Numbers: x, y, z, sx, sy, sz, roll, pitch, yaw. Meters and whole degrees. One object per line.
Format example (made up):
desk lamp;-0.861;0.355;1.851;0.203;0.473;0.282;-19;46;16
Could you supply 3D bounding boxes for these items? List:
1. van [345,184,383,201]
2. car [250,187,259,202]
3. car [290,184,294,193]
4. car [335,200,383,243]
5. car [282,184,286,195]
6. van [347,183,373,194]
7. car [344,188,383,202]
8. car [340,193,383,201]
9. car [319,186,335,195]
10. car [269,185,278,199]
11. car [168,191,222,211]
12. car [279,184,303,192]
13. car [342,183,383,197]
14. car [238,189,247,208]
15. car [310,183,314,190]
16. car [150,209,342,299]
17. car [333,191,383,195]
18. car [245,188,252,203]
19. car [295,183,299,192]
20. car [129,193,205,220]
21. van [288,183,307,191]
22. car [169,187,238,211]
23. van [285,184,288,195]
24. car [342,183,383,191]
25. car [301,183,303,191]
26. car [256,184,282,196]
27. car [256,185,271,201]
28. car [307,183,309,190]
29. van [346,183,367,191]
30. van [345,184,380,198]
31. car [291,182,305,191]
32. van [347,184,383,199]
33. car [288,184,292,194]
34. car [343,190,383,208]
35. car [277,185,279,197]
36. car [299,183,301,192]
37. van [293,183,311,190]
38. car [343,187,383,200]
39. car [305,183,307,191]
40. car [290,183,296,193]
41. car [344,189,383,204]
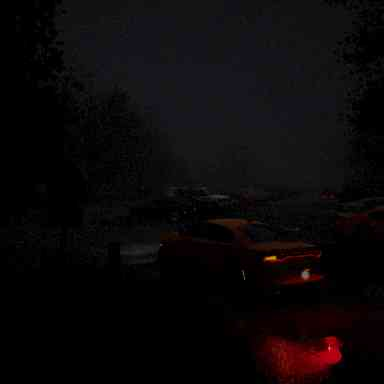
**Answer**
van;21.560;0.024;41.605;4.442;1.987;1.878;1;2;25
car;3.807;0.538;34.676;5.366;1.575;1.946;1;3;25
car;14.502;-0.245;57.232;4.792;1.488;2.163;1;2;25
car;8.841;1.367;14.109;5.008;1.535;2.097;1;3;25
car;11.035;0.000;49.662;4.792;1.488;2.163;1;2;25
van;32.359;-0.711;64.223;4.442;1.987;1.878;1;2;25
car;20.522;0.368;39.063;4.792;1.488;2.163;1;2;25
car;10.045;1.137;16.599;4.553;1.767;2.185;1;3;25
car;23.715;-0.267;57.658;2.128;1.511;4.902;1;2;25
car;7.661;0.235;42.059;5.366;1.575;1.946;1;2;25
car;-0.713;0.966;24.540;5.008;1.535;2.097;1;3;25
car;21.538;-0.889;72.317;4.553;1.767;2.185;1;2;25
car;26.322;-0.329;51.622;5.566;2.045;2.435;1;2;25
car;1.797;0.754;29.492;5.366;1.575;1.946;1;3;25
car;27.458;-1.421;84.862;5.566;2.045;2.435;1;2;25
car;0.885;1.407;8.415;1.882;1.535;5.008;2;-1;-31
car;13.307;0.944;24.108;5.366;1.575;1.946;1;3;25
car;2.808;0.650;32.082;4.892;1.521;2.231;1;3;25
car;16.706;-0.443;62.327;5.366;1.575;1.946;1;2;25
car;-1.917;1.101;22.042;4.792;1.488;2.163;1;3;25
van;26.153;-1.316;82.409;4.442;1.987;1.878;1;2;25
car;0.481;0.610;27.034;5.566;2.045;2.435;1;3;25
van;12.288;-0.335;52.133;4.442;1.987;1.878;1;2;25
car;15.842;0.489;29.024;5.566;2.045;2.435;1;3;25
car;19.215;-0.599;67.281;4.892;1.521;2.231;1;2;25
car;9.865;-0.071;47.144;4.553;1.767;2.185;1;2;25
car;6.204;0.324;39.813;5.366;1.575;1.946;1;3;25
car;23.908;-0.926;77.340;5.008;1.535;2.097;1;2;25
van;39.174;-1.202;79.385;4.442;1.987;1.878;1;2;25
van;25.071;-0.223;49.151;4.442;1.987;1.878;1;2;25
car;20.225;-0.687;69.871;5.366;1.575;1.946;1;2;25
van;24.112;-0.138;46.543;4.442;1.987;1.878;1;2;25
car;13.329;-0.164;54.717;4.792;1.488;2.163;1;2;25
car;16.961;0.663;31.567;4.792;1.488;2.163;1;3;25
car;8.657;0.143;44.647;4.892;1.521;2.231;1;2;25
car;18.053;-0.518;64.761;4.892;1.521;2.231;1;2;25
van;29.666;-1.486;89.941;4.442;1.987;1.878;1;1;25
car;22.840;0.167;44.089;5.008;1.535;2.097;1;2;25
car;22.711;-0.971;74.832;4.553;1.767;2.185;1;2;25
car;15.675;-0.327;59.747;4.792;1.488;2.163;1;2;25
car;19.406;0.457;36.673;4.792;1.488;2.163;1;2;25
